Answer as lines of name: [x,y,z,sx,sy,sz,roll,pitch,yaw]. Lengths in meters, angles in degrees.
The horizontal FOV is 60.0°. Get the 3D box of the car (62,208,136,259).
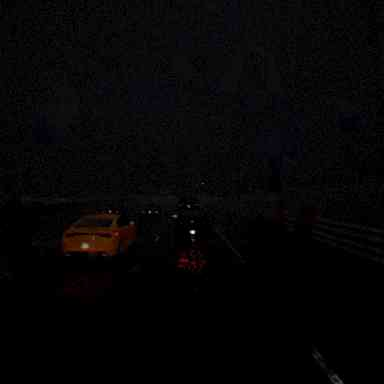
car: [-3.429,1.606,13.118,1.882,1.535,5.008,0,-1,0]

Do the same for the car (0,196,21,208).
car: [-25.301,1.639,45.464,2.150,2.045,5.566,0,0,-1]

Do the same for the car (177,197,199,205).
car: [-0.389,1.570,36.355,2.150,2.045,5.566,0,-1,-1]

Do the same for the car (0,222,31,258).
car: [-6.915,1.594,10.489,2.128,1.511,4.902,0,-1,0]

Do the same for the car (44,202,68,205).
car: [-18.326,2.030,46.452,1.895,1.301,4.718,0,-1,-1]

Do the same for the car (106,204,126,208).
car: [-7.282,1.852,31.885,2.033,1.411,5.357,0,-1,-1]

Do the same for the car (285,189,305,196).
car: [23.704,0.169,76.713,2.150,2.045,5.566,0,-4,-15]

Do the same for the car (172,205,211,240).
car: [0.006,1.685,18.295,1.837,1.490,4.892,0,-1,-1]

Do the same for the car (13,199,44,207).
car: [-21.808,1.968,45.638,2.033,1.411,5.357,0,0,-1]

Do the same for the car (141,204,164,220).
car: [-3.782,1.854,31.926,2.033,1.411,5.357,0,-1,-1]
